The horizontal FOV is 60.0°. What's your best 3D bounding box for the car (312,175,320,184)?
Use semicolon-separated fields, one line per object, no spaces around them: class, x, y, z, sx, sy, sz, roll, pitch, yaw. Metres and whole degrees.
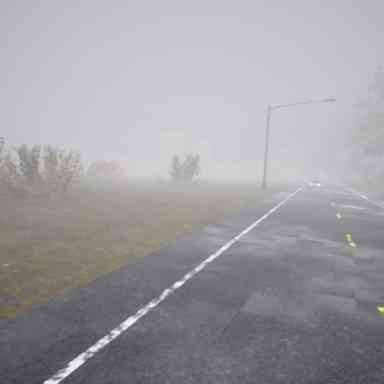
car;29.326;-2.692;78.704;1.895;1.301;4.718;4;4;21
